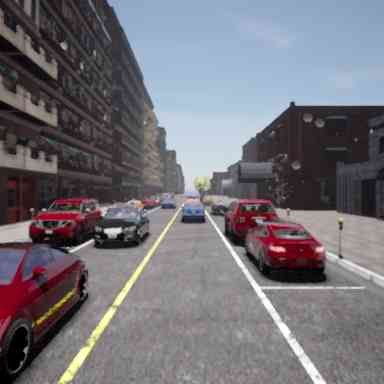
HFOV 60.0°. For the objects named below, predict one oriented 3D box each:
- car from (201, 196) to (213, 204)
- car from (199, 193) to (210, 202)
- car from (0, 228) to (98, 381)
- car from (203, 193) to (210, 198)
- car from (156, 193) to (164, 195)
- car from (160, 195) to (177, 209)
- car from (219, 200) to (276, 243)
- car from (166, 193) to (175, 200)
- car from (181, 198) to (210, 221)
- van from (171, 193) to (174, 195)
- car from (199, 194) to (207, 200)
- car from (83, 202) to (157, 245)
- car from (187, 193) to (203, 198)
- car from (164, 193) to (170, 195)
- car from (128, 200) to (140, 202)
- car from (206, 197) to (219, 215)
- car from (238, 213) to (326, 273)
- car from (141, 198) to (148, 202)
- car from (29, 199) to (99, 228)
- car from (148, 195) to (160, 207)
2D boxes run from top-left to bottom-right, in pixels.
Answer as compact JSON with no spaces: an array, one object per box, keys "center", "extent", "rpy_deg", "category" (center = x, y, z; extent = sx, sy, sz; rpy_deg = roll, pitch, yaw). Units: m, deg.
[{"center":[2.686,1.393,60.066],"extent":[2.008,1.369,4.403],"rpy_deg":[0,0,0],"category":"car"},{"center":[2.686,1.139,71.144],"extent":[2.192,1.841,5.009],"rpy_deg":[0,0,0],"category":"car"},{"center":[-3.102,1.546,5.271],"extent":[1.994,1.385,4.181],"rpy_deg":[0,0,-1],"category":"car"},{"center":[2.687,1.378,54.697],"extent":[1.752,1.417,4.829],"rpy_deg":[0,0,0],"category":"car"},{"center":[-5.692,1.305,48.986],"extent":[1.967,1.590,4.097],"rpy_deg":[0,0,0],"category":"car"},{"center":[-3.005,1.423,43.795],"extent":[2.033,1.411,5.357],"rpy_deg":[0,0,0],"category":"car"},{"center":[2.692,1.264,15.752],"extent":[2.192,1.841,5.009],"rpy_deg":[0,0,0],"category":"car"},{"center":[-5.696,1.120,87.762],"extent":[2.192,1.841,5.009],"rpy_deg":[0,0,0],"category":"car"},{"center":[0.097,1.467,26.294],"extent":[2.033,1.411,5.357],"rpy_deg":[0,0,0],"category":"car"},{"center":[-5.695,1.157,76.683],"extent":[1.690,1.788,3.998],"rpy_deg":[0,0,0],"category":"van"},{"center":[2.685,1.250,82.223],"extent":[1.967,1.590,4.097],"rpy_deg":[0,0,0],"category":"car"},{"center":[-3.084,1.442,15.402],"extent":[2.128,1.511,4.902],"rpy_deg":[0,0,0],"category":"car"},{"center":[0.066,1.224,44.933],"extent":[2.097,1.767,4.553],"rpy_deg":[0,0,0],"category":"car"},{"center":[-5.693,1.157,60.065],"extent":[2.192,1.841,5.009],"rpy_deg":[0,0,0],"category":"car"},{"center":[-5.691,1.468,26.830],"extent":[2.008,1.369,4.403],"rpy_deg":[0,0,0],"category":"car"},{"center":[2.690,1.454,32.370],"extent":[2.008,1.369,4.403],"rpy_deg":[0,0,0],"category":"car"},{"center":[2.692,1.548,10.214],"extent":[1.802,1.307,4.206],"rpy_deg":[0,0,0],"category":"car"},{"center":[-5.691,1.429,32.199],"extent":[1.752,1.417,4.829],"rpy_deg":[0,0,0],"category":"car"},{"center":[-5.688,1.264,15.751],"extent":[2.192,1.841,5.009],"rpy_deg":[0,0,0],"category":"car"},{"center":[-5.692,1.422,43.448],"extent":[1.887,1.381,4.507],"rpy_deg":[0,0,0],"category":"car"}]
